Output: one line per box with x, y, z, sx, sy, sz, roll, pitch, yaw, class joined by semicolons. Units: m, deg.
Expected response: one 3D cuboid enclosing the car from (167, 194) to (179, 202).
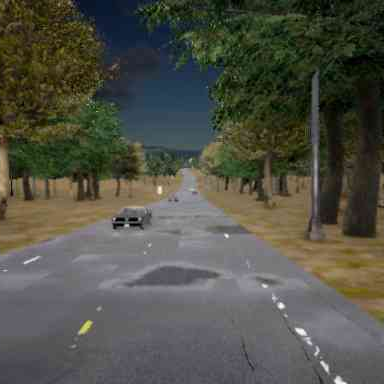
-3.521;1.137;62.589;1.837;1.490;4.892;0;1;0;car

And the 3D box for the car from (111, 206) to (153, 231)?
-3.599;1.550;20.582;1.895;1.301;4.718;0;0;0;car
